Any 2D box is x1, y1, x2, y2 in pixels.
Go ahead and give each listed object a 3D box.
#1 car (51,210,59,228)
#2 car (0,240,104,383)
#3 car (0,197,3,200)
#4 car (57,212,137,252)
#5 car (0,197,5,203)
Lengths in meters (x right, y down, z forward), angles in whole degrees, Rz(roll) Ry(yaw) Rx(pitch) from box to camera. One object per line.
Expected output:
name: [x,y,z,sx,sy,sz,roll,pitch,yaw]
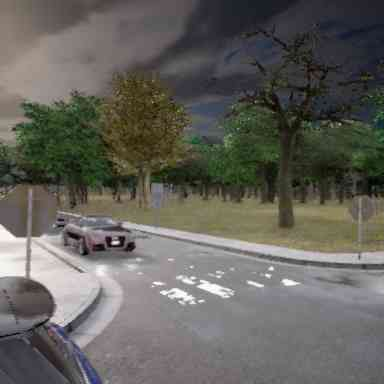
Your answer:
car: [-9.655,1.779,22.054,1.895,1.301,4.718,2,-2,-34]
car: [-2.486,1.350,1.176,4.553,1.767,2.097,1,-1,-34]
car: [-41.748,2.011,73.682,2.128,1.511,4.902,2,-1,-35]
car: [-3.905,1.671,13.695,1.994,1.385,4.181,2,-2,-35]
car: [-47.654,1.897,82.266,2.033,1.411,5.357,2,-1,-35]
